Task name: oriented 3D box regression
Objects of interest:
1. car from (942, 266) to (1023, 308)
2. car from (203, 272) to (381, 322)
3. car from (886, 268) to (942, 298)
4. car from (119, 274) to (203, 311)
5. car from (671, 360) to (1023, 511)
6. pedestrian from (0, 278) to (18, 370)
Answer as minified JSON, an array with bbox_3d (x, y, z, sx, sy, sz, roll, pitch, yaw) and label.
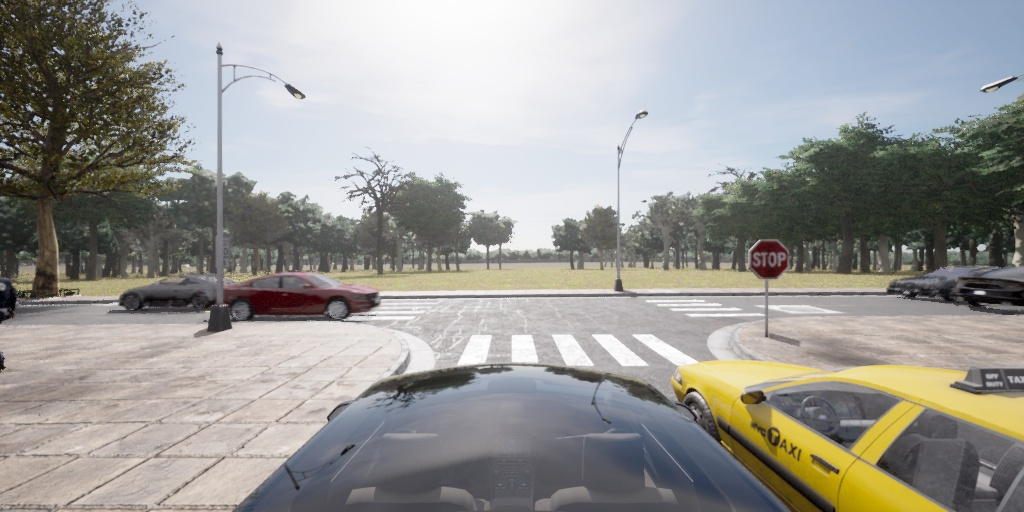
[{"bbox_3d":[18.236,1.077,12.078,5.008,1.535,1.882,0,0,0],"label":"car"},{"bbox_3d":[-7.077,1.290,12.160,5.008,1.535,1.882,-1,0,0],"label":"car"},{"bbox_3d":[19.190,1.141,15.023,5.357,1.411,2.033,0,0,0],"label":"car"},{"bbox_3d":[-13.766,1.473,15.132,4.181,1.385,1.994,-1,0,0],"label":"car"},{"bbox_3d":[2.636,1.275,2.160,1.751,1.417,4.829,0,0,0],"label":"car"},{"bbox_3d":[-8.742,0.976,5.991,0.375,1.860,0.375,0,0,0],"label":"pedestrian"}]
